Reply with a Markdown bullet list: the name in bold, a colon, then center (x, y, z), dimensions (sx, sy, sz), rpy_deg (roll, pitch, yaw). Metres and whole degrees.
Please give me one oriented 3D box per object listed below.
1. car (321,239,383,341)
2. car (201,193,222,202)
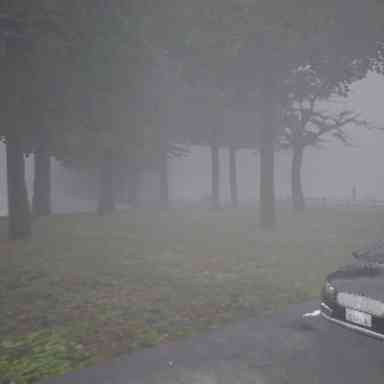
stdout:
- **car**: center (4.381, 1.559, 6.195), dimensions (4.902, 1.511, 2.128), rpy_deg (1, 0, -35)
- **car**: center (3.885, 1.028, 66.090), dimensions (2.097, 1.767, 4.553), rpy_deg (0, 1, -36)
